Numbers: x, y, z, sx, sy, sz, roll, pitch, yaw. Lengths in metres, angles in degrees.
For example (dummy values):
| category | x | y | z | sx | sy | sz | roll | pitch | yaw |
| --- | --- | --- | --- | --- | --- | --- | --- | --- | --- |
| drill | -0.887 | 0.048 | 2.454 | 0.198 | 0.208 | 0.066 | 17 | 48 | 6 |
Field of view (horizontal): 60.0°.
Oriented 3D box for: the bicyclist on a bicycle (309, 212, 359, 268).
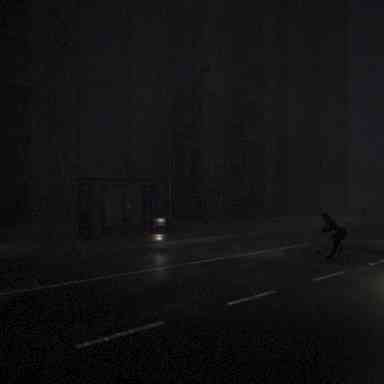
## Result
| category | x | y | z | sx | sy | sz | roll | pitch | yaw |
| --- | --- | --- | --- | --- | --- | --- | --- | --- | --- |
| bicyclist on a bicycle | 4.307 | 1.455 | 10.228 | 0.582 | 1.620 | 1.656 | 0 | -2 | -37 |

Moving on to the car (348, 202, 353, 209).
| category | x | y | z | sx | sy | sz | roll | pitch | yaw |
| --- | --- | --- | --- | --- | --- | --- | --- | --- | --- |
| car | 18.190 | 1.491 | 42.883 | 2.128 | 1.511 | 4.902 | 0 | 0 | -37 |
